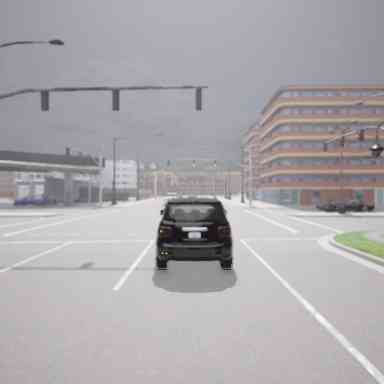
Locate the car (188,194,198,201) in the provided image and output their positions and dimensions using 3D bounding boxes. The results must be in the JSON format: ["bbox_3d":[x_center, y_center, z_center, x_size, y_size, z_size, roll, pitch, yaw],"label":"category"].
[{"bbox_3d":[0.244,1.241,78.282,2.128,1.511,4.902,0,0,0],"label":"car"}]

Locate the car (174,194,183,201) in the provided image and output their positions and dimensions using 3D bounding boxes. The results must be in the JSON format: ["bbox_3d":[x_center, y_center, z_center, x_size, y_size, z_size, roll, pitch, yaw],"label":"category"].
[{"bbox_3d":[-3.290,1.376,82.558,2.128,1.511,4.902,0,0,0],"label":"car"}]

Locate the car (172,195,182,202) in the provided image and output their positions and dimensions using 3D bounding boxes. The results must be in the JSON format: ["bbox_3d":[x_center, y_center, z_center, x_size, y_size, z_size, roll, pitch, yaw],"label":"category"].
[{"bbox_3d":[-3.208,1.419,72.229,2.033,1.411,5.357,0,0,0],"label":"car"}]

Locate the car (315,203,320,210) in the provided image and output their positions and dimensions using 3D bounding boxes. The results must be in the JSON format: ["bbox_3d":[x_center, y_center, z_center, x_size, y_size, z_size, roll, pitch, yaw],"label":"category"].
[{"bbox_3d":[16.700,1.441,38.236,4.892,1.490,1.837,0,0,1],"label":"car"}]

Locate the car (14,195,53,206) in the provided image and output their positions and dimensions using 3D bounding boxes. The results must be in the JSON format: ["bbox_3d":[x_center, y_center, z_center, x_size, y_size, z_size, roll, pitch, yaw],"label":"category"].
[{"bbox_3d":[-23.291,1.214,48.183,4.611,1.667,2.242,0,0,1],"label":"car"}]

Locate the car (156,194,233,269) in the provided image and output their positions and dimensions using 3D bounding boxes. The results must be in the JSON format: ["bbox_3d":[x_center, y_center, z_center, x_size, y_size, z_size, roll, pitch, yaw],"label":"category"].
[{"bbox_3d":[0.064,1.201,11.162,2.150,2.045,5.566,0,0,0],"label":"car"}]

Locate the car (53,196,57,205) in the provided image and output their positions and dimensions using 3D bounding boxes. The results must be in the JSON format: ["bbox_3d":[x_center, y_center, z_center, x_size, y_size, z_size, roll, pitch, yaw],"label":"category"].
[{"bbox_3d":[-24.005,1.365,53.935,3.806,1.475,1.970,0,0,1],"label":"car"}]

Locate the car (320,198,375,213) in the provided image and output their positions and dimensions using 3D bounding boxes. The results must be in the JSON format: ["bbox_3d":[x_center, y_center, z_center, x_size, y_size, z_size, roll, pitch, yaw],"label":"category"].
[{"bbox_3d":[16.317,1.543,34.761,4.718,1.301,1.895,0,0,-3],"label":"car"}]
